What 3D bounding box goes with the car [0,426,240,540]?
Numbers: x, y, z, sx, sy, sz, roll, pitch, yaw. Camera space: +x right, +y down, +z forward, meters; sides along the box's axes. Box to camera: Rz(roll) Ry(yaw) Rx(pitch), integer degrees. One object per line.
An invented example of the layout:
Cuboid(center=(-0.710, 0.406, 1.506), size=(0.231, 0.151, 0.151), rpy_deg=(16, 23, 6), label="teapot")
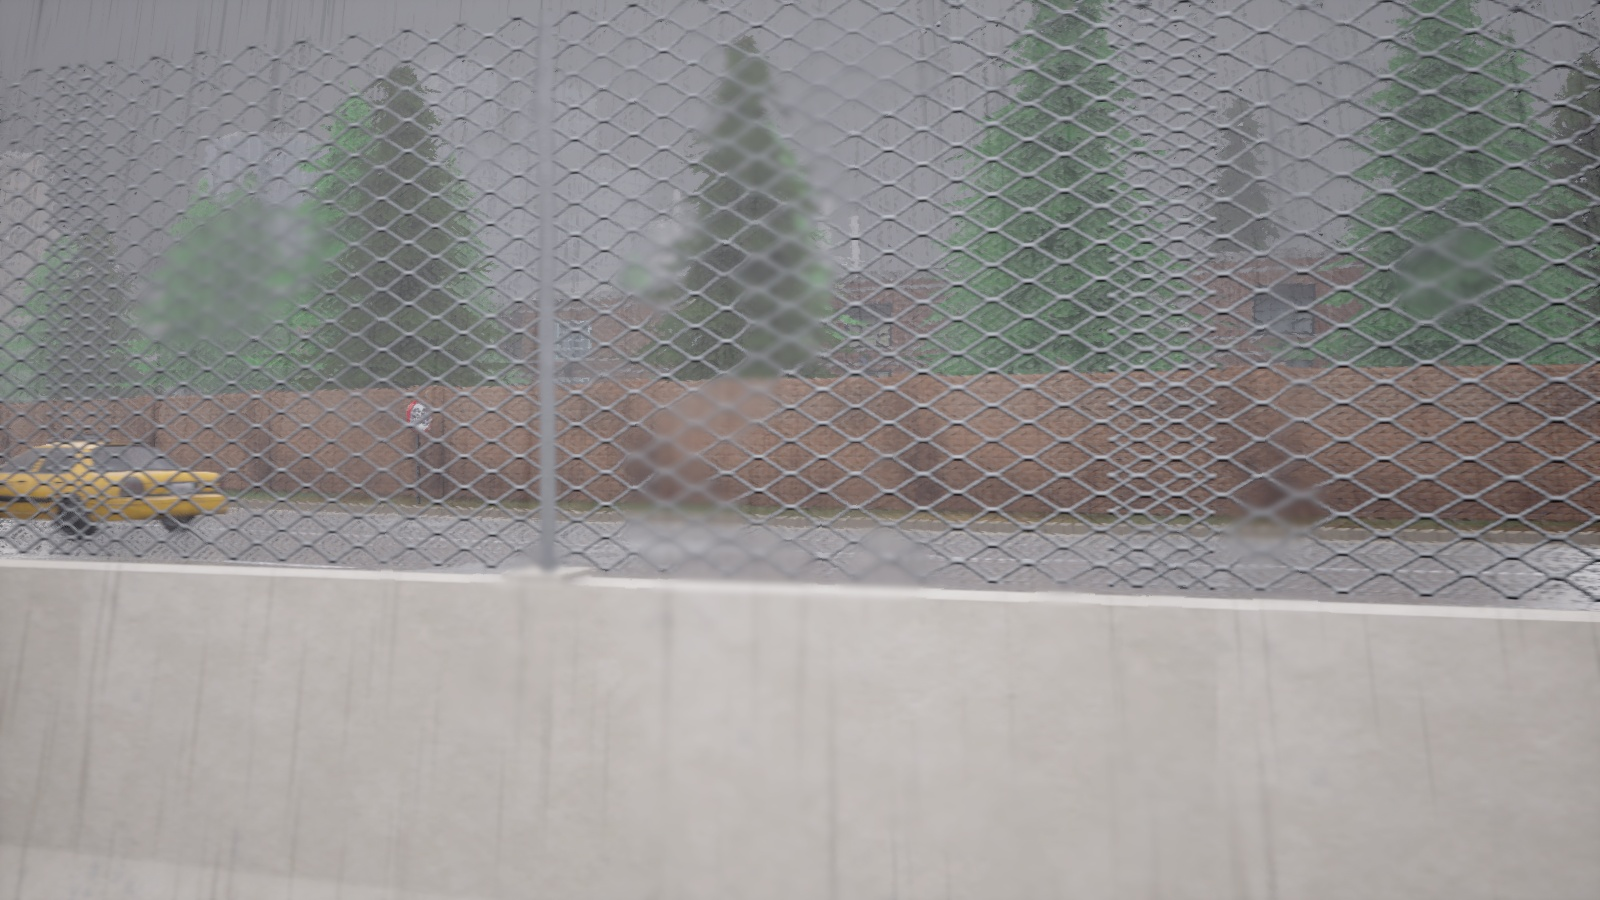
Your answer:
Cuboid(center=(-11.271, 0.419, 19.528), size=(5.366, 1.575, 1.801), rpy_deg=(1, 1, 29), label="car")
